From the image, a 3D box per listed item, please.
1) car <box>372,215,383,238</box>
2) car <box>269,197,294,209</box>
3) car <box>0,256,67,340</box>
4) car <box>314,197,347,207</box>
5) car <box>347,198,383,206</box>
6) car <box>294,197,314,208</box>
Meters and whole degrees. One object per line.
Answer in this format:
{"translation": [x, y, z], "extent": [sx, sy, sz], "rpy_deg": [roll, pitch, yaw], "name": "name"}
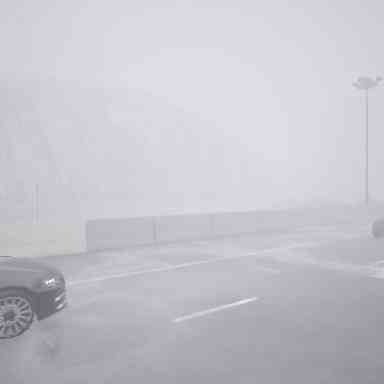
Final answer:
{"translation": [10.721, 1.551, 16.530], "extent": [4.181, 1.385, 1.994], "rpy_deg": [0, 0, -39], "name": "car"}
{"translation": [12.440, 1.479, 45.053], "extent": [4.892, 1.490, 1.837], "rpy_deg": [0, 0, -39], "name": "car"}
{"translation": [-4.479, 1.490, 4.922], "extent": [4.902, 1.511, 2.128], "rpy_deg": [0, 0, -35], "name": "car"}
{"translation": [16.883, 1.539, 39.642], "extent": [4.181, 1.385, 1.994], "rpy_deg": [0, 0, -39], "name": "car"}
{"translation": [19.967, 1.479, 37.626], "extent": [4.892, 1.490, 1.837], "rpy_deg": [0, 0, -39], "name": "car"}
{"translation": [15.898, 1.479, 43.334], "extent": [4.892, 1.490, 1.837], "rpy_deg": [0, 0, -39], "name": "car"}
